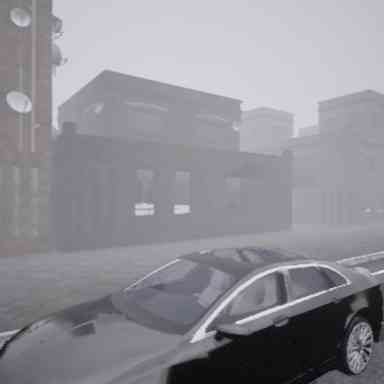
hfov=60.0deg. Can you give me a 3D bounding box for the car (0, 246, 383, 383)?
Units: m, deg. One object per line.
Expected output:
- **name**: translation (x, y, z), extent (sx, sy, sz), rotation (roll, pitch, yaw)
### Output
- **car**: translation (0.392, 1.492, 3.966), extent (4.902, 1.511, 2.128), rotation (0, 0, -36)
